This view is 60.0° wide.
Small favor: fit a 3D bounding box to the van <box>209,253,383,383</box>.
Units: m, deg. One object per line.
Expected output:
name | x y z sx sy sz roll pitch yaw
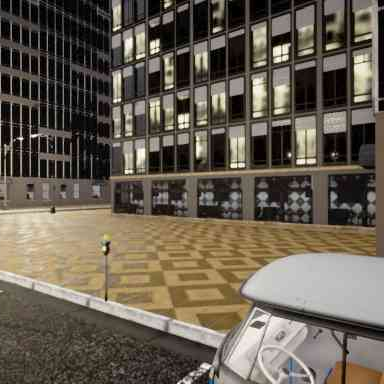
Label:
van | 1.900 1.341 1.523 3.998 1.788 1.690 0 0 35
